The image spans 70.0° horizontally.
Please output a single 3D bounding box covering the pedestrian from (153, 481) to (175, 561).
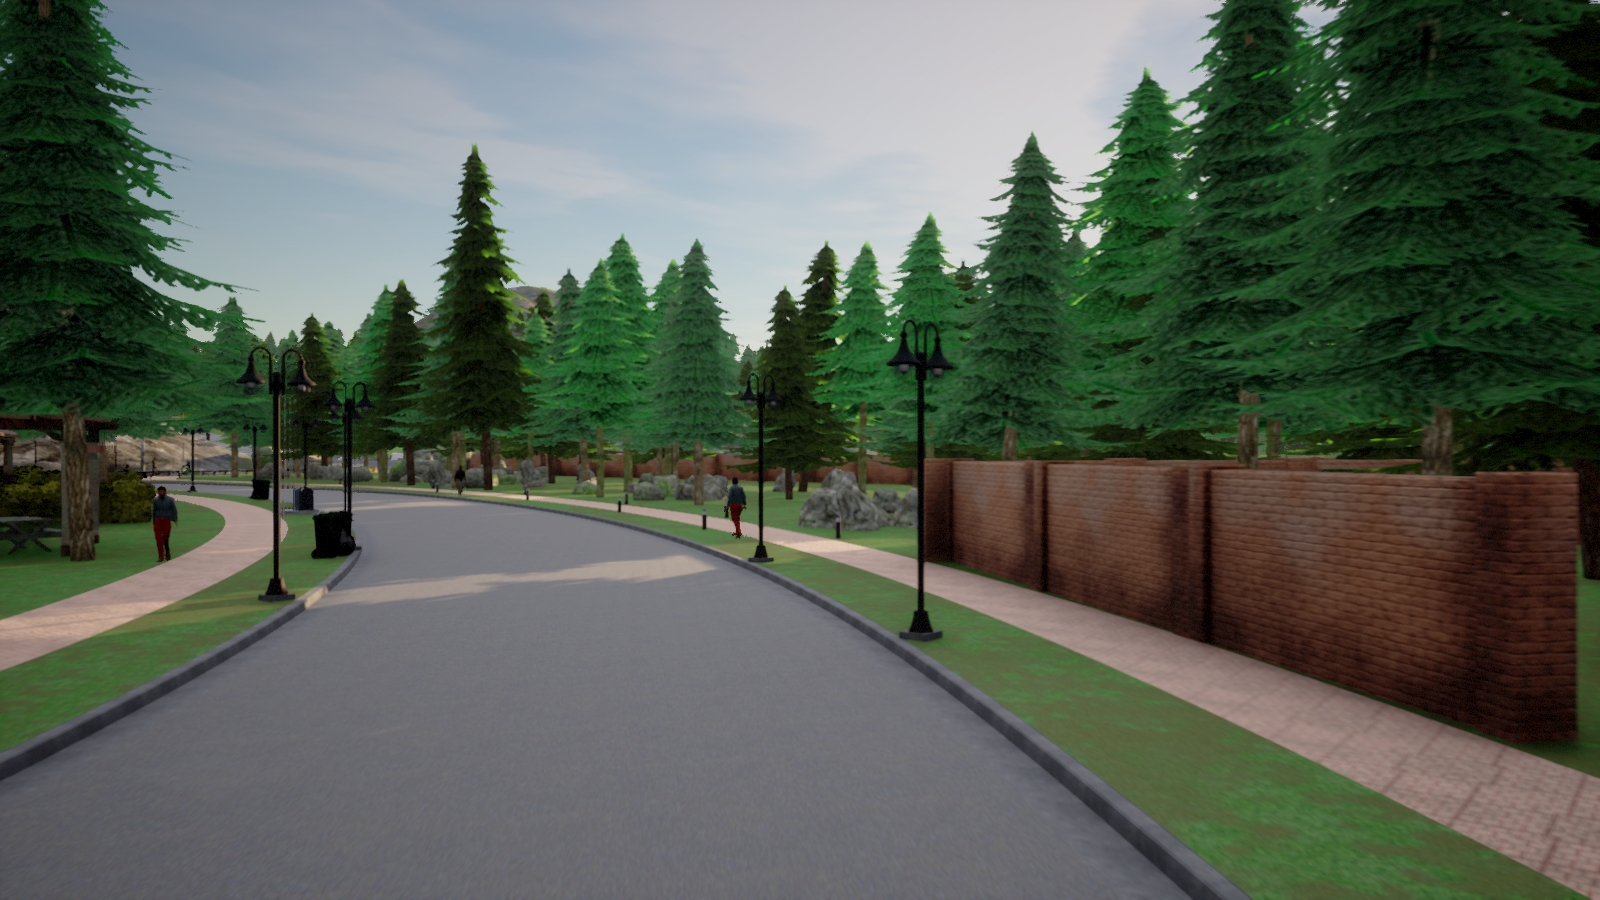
[{"bbox_3d":[-15.057,1.667,27.039,0.375,1.860,0.375,0,0,-17],"label":"pedestrian"}]

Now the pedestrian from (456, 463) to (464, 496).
[{"bbox_3d":[-19.309,1.672,64.905,0.375,1.860,0.375,0,0,-34],"label":"pedestrian"}]

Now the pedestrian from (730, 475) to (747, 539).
[{"bbox_3d":[-1.816,1.669,33.753,0.375,1.860,0.375,0,0,-28],"label":"pedestrian"}]
